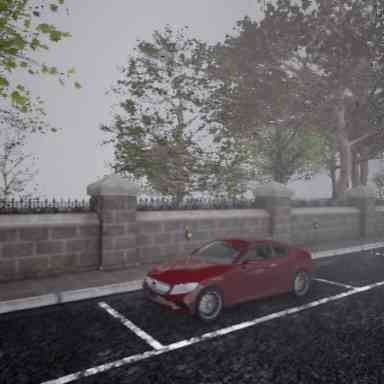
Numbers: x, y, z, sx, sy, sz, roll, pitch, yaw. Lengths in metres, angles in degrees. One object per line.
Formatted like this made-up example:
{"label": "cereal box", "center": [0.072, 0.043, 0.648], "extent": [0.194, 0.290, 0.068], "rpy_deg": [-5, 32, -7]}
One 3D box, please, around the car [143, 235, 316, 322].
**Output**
{"label": "car", "center": [0.998, 1.642, 7.269], "extent": [4.206, 1.307, 1.802], "rpy_deg": [1, 0, -35]}
